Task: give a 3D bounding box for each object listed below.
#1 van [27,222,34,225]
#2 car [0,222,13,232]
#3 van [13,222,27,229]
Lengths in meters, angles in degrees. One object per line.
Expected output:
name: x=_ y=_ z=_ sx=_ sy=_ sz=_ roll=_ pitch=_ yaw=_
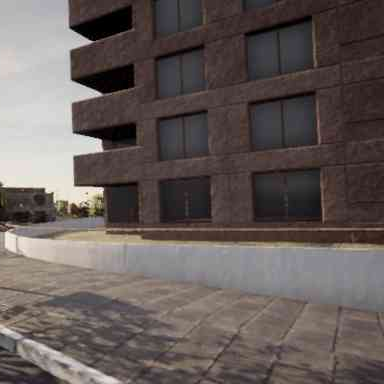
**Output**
van: x=-32.990 y=6.934 z=65.536 sx=4.442 sy=1.987 sz=1.878 roll=-2 pitch=-7 yaw=6
car: x=-35.938 y=6.564 z=60.127 sx=5.366 sy=1.575 sz=1.946 roll=-2 pitch=-7 yaw=6
van: x=-34.314 y=6.634 z=62.829 sx=4.442 sy=1.987 sz=1.878 roll=-2 pitch=-7 yaw=6
